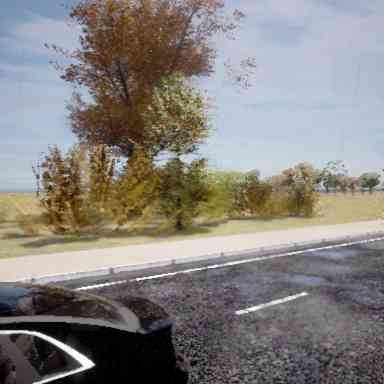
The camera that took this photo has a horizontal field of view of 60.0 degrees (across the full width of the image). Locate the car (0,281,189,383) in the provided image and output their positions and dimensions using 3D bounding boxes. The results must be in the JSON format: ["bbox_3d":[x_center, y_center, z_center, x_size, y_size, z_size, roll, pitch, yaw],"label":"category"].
[{"bbox_3d":[-2.308,1.505,2.032,4.892,1.490,1.837,0,0,-35],"label":"car"}]
